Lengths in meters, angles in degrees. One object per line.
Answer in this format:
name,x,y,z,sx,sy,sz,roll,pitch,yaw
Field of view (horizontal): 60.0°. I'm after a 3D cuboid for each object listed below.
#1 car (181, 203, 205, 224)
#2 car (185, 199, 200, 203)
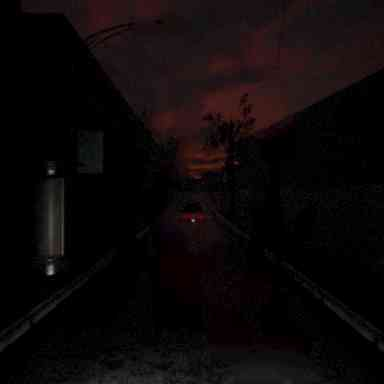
car,0.088,1.866,27.320,1.895,1.301,4.718,0,0,0
car,0.081,1.681,43.037,1.812,1.442,4.674,0,1,0
